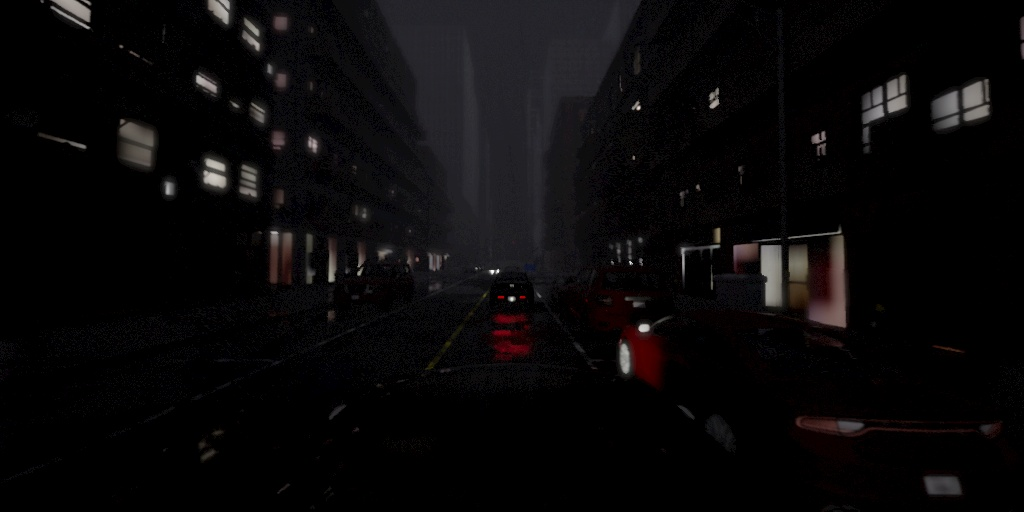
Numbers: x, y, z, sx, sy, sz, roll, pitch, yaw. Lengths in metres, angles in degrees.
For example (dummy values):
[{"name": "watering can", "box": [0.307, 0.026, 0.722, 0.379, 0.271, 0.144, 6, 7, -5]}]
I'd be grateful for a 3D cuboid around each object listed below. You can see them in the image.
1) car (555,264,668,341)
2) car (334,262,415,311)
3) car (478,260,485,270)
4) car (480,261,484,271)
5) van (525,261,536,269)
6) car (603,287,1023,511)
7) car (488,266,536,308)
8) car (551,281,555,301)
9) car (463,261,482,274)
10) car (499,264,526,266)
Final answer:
[{"name": "car", "box": [2.690, 1.146, 10.011, 2.192, 1.841, 5.009, 0, 0, 0]}, {"name": "car", "box": [-5.693, 1.199, 15.496, 2.192, 1.841, 5.009, 0, 0, 0]}, {"name": "car", "box": [-5.669, 1.877, 59.816, 1.948, 1.339, 4.313, 0, 0, 0]}, {"name": "car", "box": [-5.667, 1.840, 54.277, 1.802, 1.307, 4.207, 0, 0, 0]}, {"name": "van", "box": [2.681, 1.600, 54.331, 1.690, 1.789, 3.998, 0, 0, 0]}, {"name": "car", "box": [2.691, 1.322, 4.470, 1.888, 1.381, 4.507, 0, 0, 0]}, {"name": "car", "box": [0.002, 1.399, 16.153, 1.837, 1.490, 4.892, 0, 0, 0]}, {"name": "car", "box": [2.689, 1.467, 15.550, 1.802, 1.307, 4.207, 0, 0, 0]}, {"name": "car", "box": [-5.666, 1.755, 48.736, 2.007, 1.370, 4.403, 0, 0, 0]}, {"name": "car", "box": [0.001, 1.562, 31.229, 1.812, 1.442, 4.674, 0, 0, 0]}]
